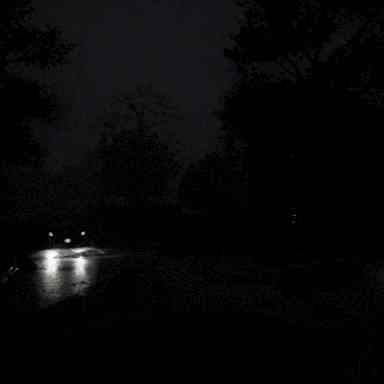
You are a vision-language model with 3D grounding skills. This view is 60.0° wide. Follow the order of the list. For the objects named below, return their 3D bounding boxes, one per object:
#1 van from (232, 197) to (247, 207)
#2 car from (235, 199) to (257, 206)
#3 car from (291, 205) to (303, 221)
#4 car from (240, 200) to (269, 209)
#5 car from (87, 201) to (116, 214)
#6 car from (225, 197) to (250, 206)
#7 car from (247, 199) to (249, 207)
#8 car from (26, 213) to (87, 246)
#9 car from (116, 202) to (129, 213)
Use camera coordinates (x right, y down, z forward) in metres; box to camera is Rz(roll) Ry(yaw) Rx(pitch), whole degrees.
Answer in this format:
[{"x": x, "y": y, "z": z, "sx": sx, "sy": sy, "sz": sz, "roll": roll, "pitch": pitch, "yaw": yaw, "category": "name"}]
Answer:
[{"x": 6.962, "y": 1.945, "z": 58.660, "sx": 1.878, "sy": 1.987, "sz": 4.442, "roll": 1, "pitch": -1, "yaw": -36, "category": "van"}, {"x": 12.632, "y": 2.468, "z": 77.700, "sx": 2.097, "sy": 1.535, "sz": 5.008, "roll": 2, "pitch": -1, "yaw": -36, "category": "car"}, {"x": 9.043, "y": 2.184, "z": 34.007, "sx": 1.837, "sy": 1.490, "sz": 4.892, "roll": 3, "pitch": -2, "yaw": -35, "category": "car"}, {"x": 11.569, "y": 2.244, "z": 61.592, "sx": 1.946, "sy": 1.575, "sz": 5.366, "roll": 1, "pitch": -1, "yaw": -36, "category": "car"}, {"x": -12.436, "y": 2.004, "z": 44.582, "sx": 2.185, "sy": 1.767, "sz": 4.553, "roll": 0, "pitch": 0, "yaw": -35, "category": "car"}, {"x": 10.289, "y": 2.142, "z": 75.974, "sx": 2.435, "sy": 2.045, "sz": 5.566, "roll": 2, "pitch": -1, "yaw": -36, "category": "car"}, {"x": 9.406, "y": 2.204, "z": 60.041, "sx": 1.946, "sy": 1.575, "sz": 5.366, "roll": 1, "pitch": -1, "yaw": -36, "category": "car"}, {"x": -6.964, "y": 1.780, "z": 16.711, "sx": 2.033, "sy": 1.411, "sz": 5.357, "roll": 3, "pitch": -3, "yaw": -36, "category": "car"}, {"x": -9.886, "y": 2.157, "z": 46.467, "sx": 2.002, "sy": 1.452, "sz": 4.674, "roll": 0, "pitch": 0, "yaw": -36, "category": "car"}]
